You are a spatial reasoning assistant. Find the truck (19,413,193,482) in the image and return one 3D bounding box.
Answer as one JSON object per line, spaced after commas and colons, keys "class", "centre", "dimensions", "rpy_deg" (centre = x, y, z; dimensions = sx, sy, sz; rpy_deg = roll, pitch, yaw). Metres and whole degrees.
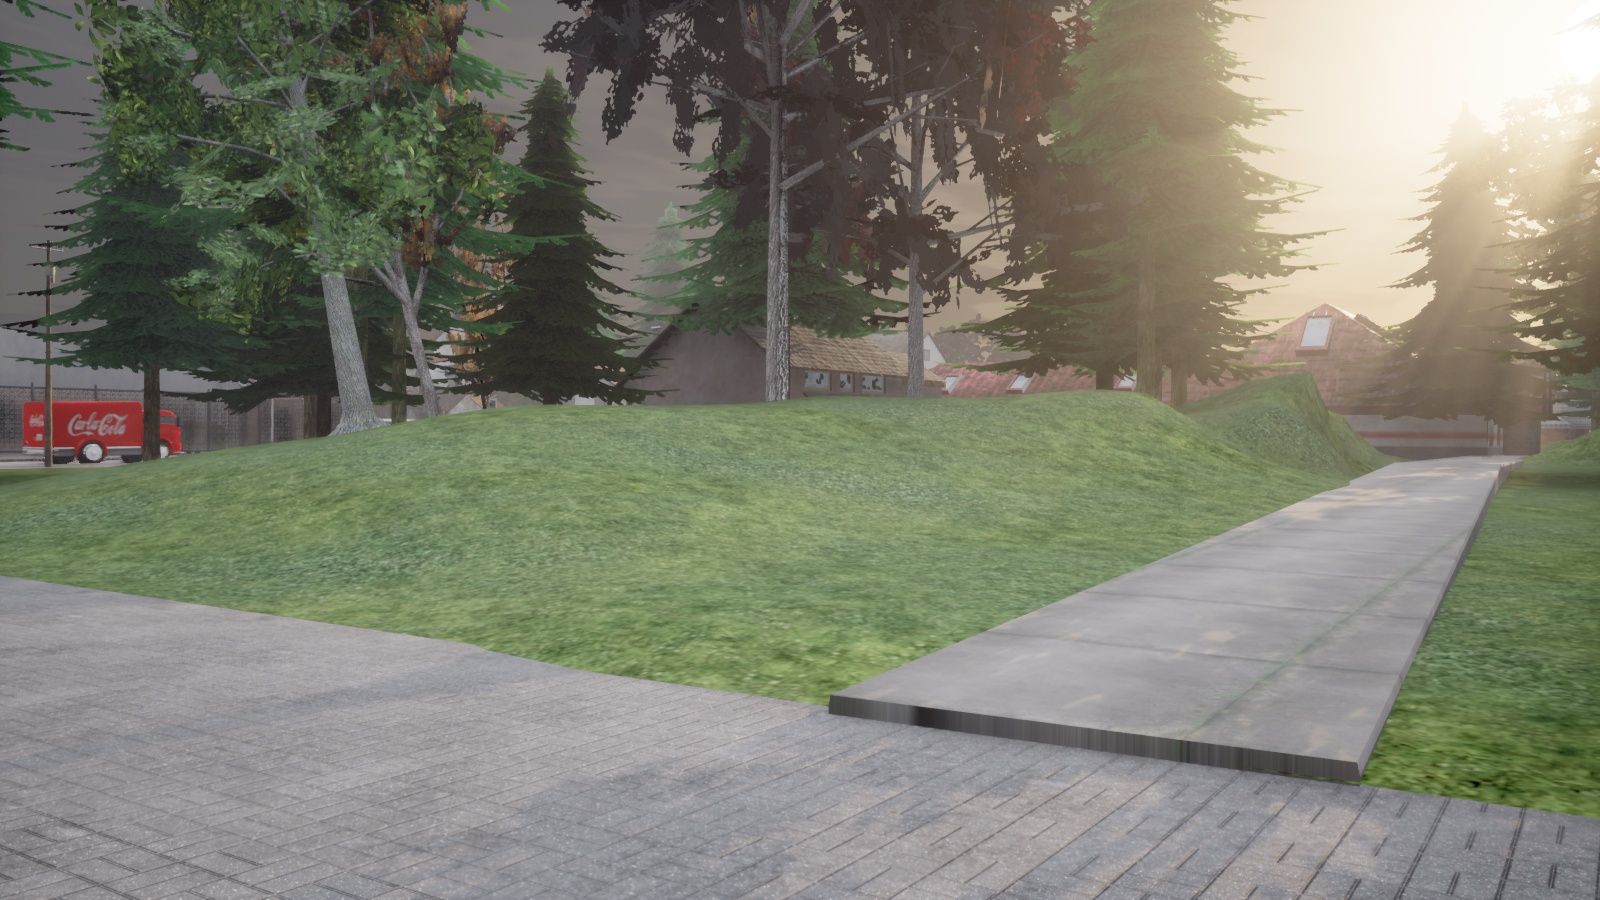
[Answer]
{"class": "truck", "centre": [-26.785, -0.163, 48.650], "dimensions": [2.627, 2.467, 5.204], "rpy_deg": [0, 2, 33]}
